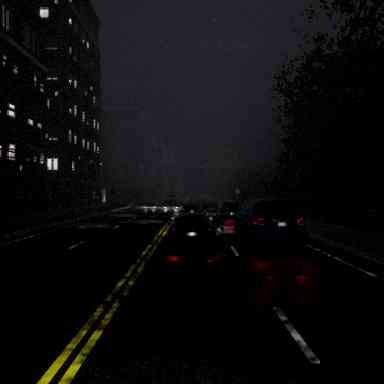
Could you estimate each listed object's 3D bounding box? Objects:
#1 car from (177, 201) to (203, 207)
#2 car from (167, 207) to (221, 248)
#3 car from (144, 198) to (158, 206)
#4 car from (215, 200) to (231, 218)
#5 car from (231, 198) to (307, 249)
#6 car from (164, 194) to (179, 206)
[{"bbox_3d":[0.000,1.572,29.650,1.994,1.385,4.181,0,0,0],"label":"car"},{"bbox_3d":[0.000,1.570,14.650,1.994,1.385,4.181,0,0,0],"label":"car"},{"bbox_3d":[-6.500,1.615,53.651,2.033,1.411,5.357,0,0,0],"label":"car"},{"bbox_3d":[3.250,1.517,29.650,1.837,1.490,4.892,0,0,0],"label":"car"},{"bbox_3d":[3.250,1.255,14.680,2.150,2.045,5.566,0,0,0],"label":"car"},{"bbox_3d":[-3.250,1.339,53.621,2.150,2.045,5.566,0,0,0],"label":"car"}]
